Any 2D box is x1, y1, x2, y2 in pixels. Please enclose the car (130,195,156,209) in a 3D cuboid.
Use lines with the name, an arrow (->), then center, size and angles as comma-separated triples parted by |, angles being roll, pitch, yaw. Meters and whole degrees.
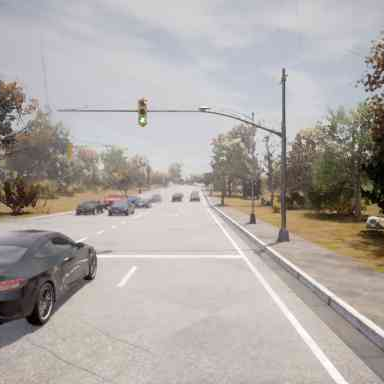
car -> -6.732, 1.492, 46.081 | 2.128, 1.511, 4.902 | 0, 0, 1

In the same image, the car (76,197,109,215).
car -> -10.343, 1.504, 34.129 | 1.837, 1.490, 4.892 | 0, 0, 1

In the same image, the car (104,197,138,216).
car -> -6.856, 1.526, 32.730 | 1.812, 1.442, 4.674 | 0, 0, 0

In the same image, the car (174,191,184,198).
car -> -2.884, 0.587, 74.043 | 1.895, 1.301, 4.718 | 0, 3, 1

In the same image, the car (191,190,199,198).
car -> 0.623, 0.493, 74.461 | 1.812, 1.442, 4.674 | 0, 3, 1

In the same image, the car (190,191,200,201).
car -> 0.628, 1.079, 64.588 | 1.895, 1.301, 4.718 | 0, 3, 1

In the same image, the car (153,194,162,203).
car -> -6.564, 1.158, 61.265 | 1.837, 1.490, 4.892 | 0, 2, 1

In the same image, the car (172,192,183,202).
car -> -2.877, 1.010, 64.109 | 1.837, 1.490, 4.892 | 0, 3, 1

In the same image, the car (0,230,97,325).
car -> -3.403, 1.526, 6.968 | 1.812, 1.442, 4.674 | 0, 0, -1

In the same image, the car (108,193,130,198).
car -> -10.247, 1.221, 44.502 | 2.150, 2.045, 5.566 | 0, 0, 0
